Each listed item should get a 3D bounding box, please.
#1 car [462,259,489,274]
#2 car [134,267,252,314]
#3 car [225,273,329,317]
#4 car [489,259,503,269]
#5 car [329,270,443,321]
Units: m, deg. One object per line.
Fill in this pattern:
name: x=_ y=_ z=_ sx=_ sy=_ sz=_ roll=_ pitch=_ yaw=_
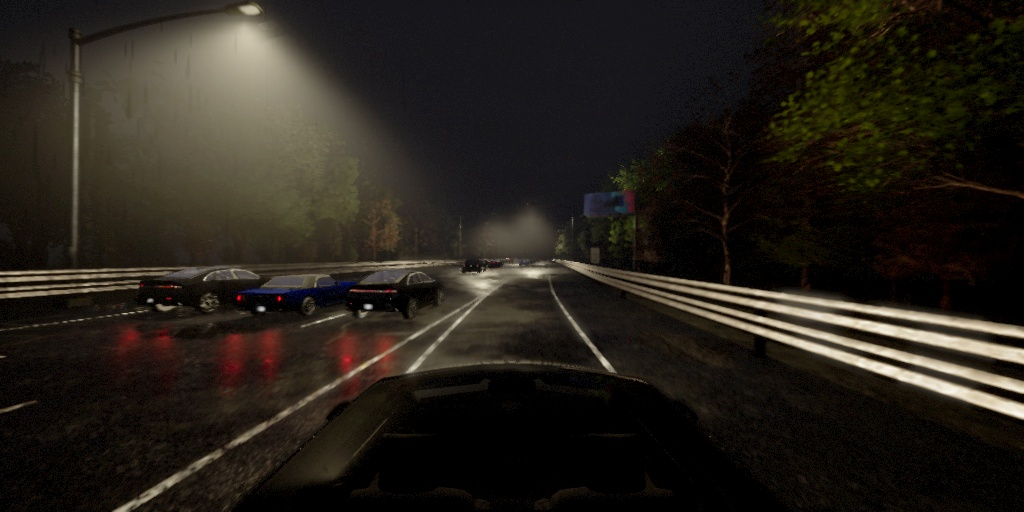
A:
car: x=-4.400 y=1.141 z=42.407 sx=2.097 sy=1.767 sz=4.553 roll=1 pitch=0 yaw=6
car: x=-10.767 y=1.160 z=13.321 sx=2.128 sy=1.511 sz=4.902 roll=1 pitch=0 yaw=6
car: x=-7.287 y=1.302 z=12.942 sx=1.895 sy=1.301 sz=4.718 roll=1 pitch=0 yaw=6
car: x=-2.634 y=1.336 z=60.398 sx=2.128 sy=1.511 sz=4.902 roll=1 pitch=0 yaw=6
car: x=-3.817 y=1.224 z=12.515 sx=2.128 sy=1.511 sz=4.902 roll=0 pitch=0 yaw=6
